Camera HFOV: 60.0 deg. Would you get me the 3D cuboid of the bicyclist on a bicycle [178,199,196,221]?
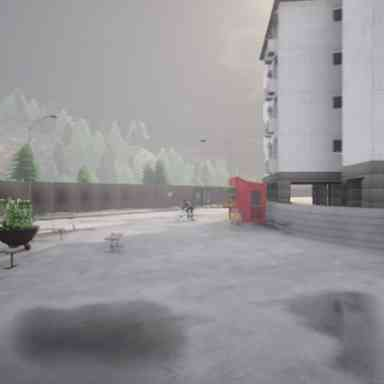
[{"bbox_3d":[-0.381,1.344,24.394,1.656,1.620,0.582,0,0,35],"label":"bicyclist on a bicycle"}]
